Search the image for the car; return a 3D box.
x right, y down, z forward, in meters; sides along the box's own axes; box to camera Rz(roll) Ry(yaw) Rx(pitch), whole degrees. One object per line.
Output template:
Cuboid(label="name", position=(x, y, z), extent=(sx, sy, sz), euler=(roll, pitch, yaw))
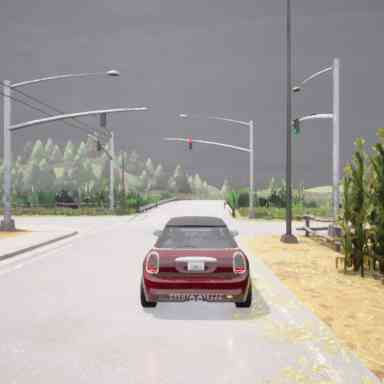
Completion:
Cuboid(label="car", position=(0.096, 1.352, 8.091), extent=(2.097, 1.767, 4.553), euler=(0, 0, 1))
